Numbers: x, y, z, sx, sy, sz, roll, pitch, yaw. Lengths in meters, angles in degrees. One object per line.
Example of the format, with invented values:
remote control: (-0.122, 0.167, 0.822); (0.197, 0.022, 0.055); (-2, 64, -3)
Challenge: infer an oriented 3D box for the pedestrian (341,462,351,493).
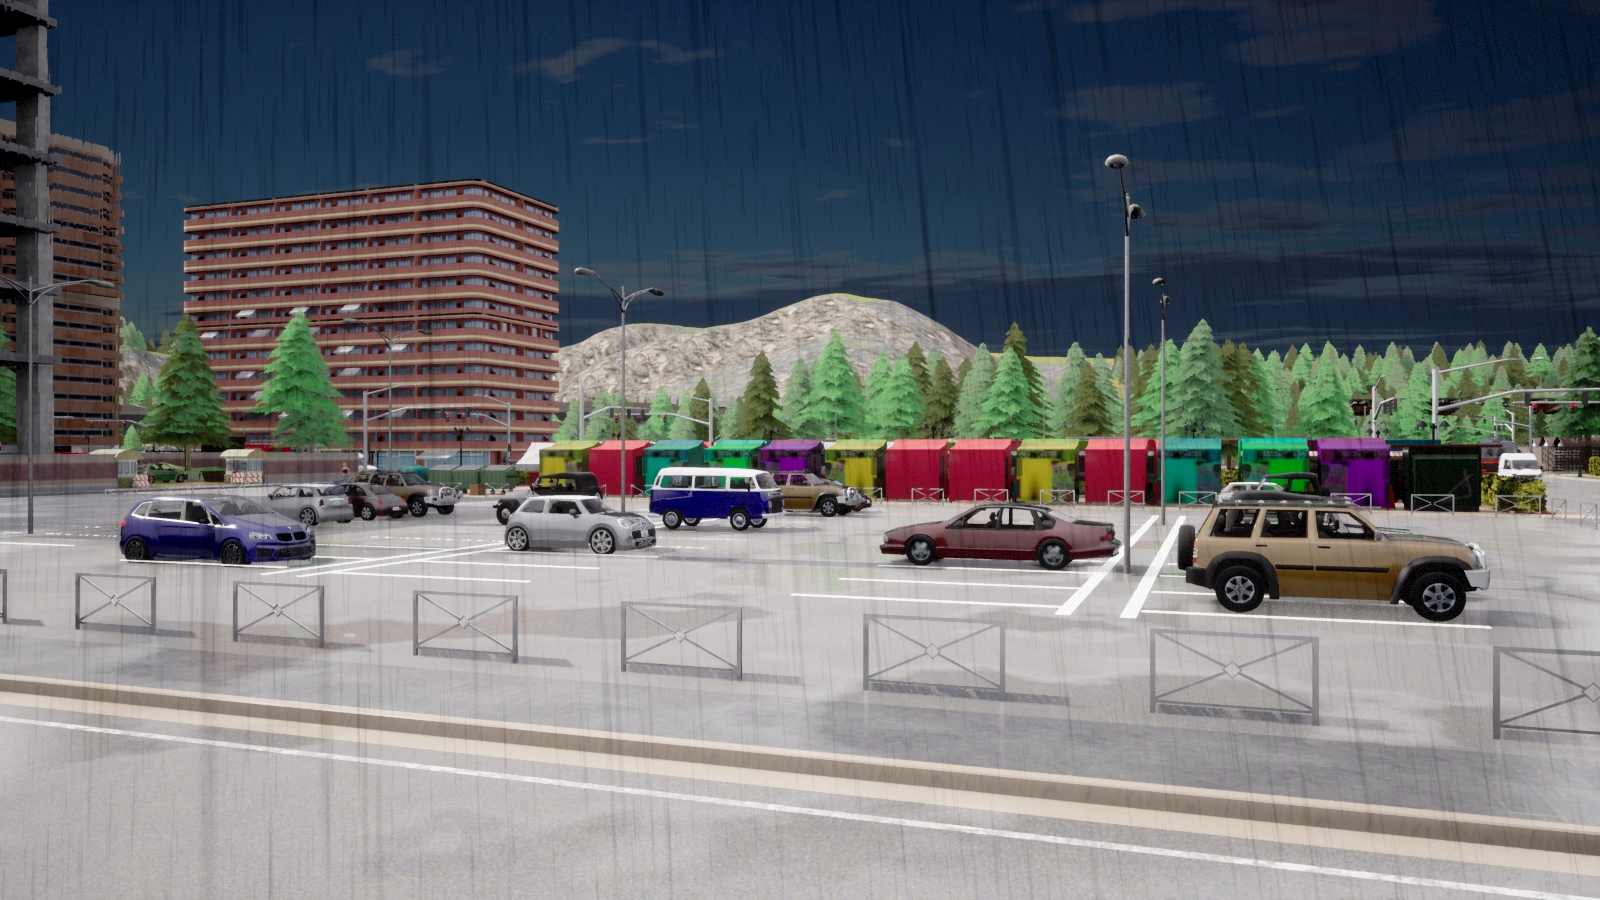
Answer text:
pedestrian: (-27.366, 1.643, 68.891); (0.375, 1.860, 0.375); (0, 0, 19)
